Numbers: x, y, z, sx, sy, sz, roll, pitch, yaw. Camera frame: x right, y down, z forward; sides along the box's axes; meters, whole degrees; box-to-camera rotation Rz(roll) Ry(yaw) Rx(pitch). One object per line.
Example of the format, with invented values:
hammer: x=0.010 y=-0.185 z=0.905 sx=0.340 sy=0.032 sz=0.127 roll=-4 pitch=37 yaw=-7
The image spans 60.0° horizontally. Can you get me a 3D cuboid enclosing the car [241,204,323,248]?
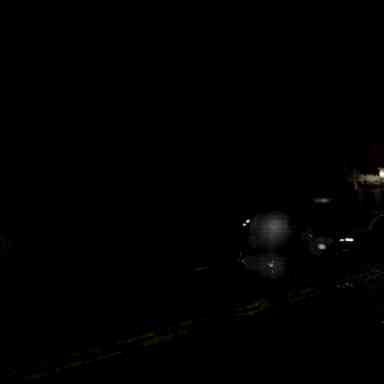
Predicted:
car: x=4.322 y=1.339 z=14.749 sx=4.553 sy=1.767 sz=2.097 roll=0 pitch=0 yaw=-35

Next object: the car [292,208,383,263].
car: x=6.146 y=1.478 z=12.058 sx=4.902 sy=1.511 sz=2.128 roll=0 pitch=0 yaw=-35
